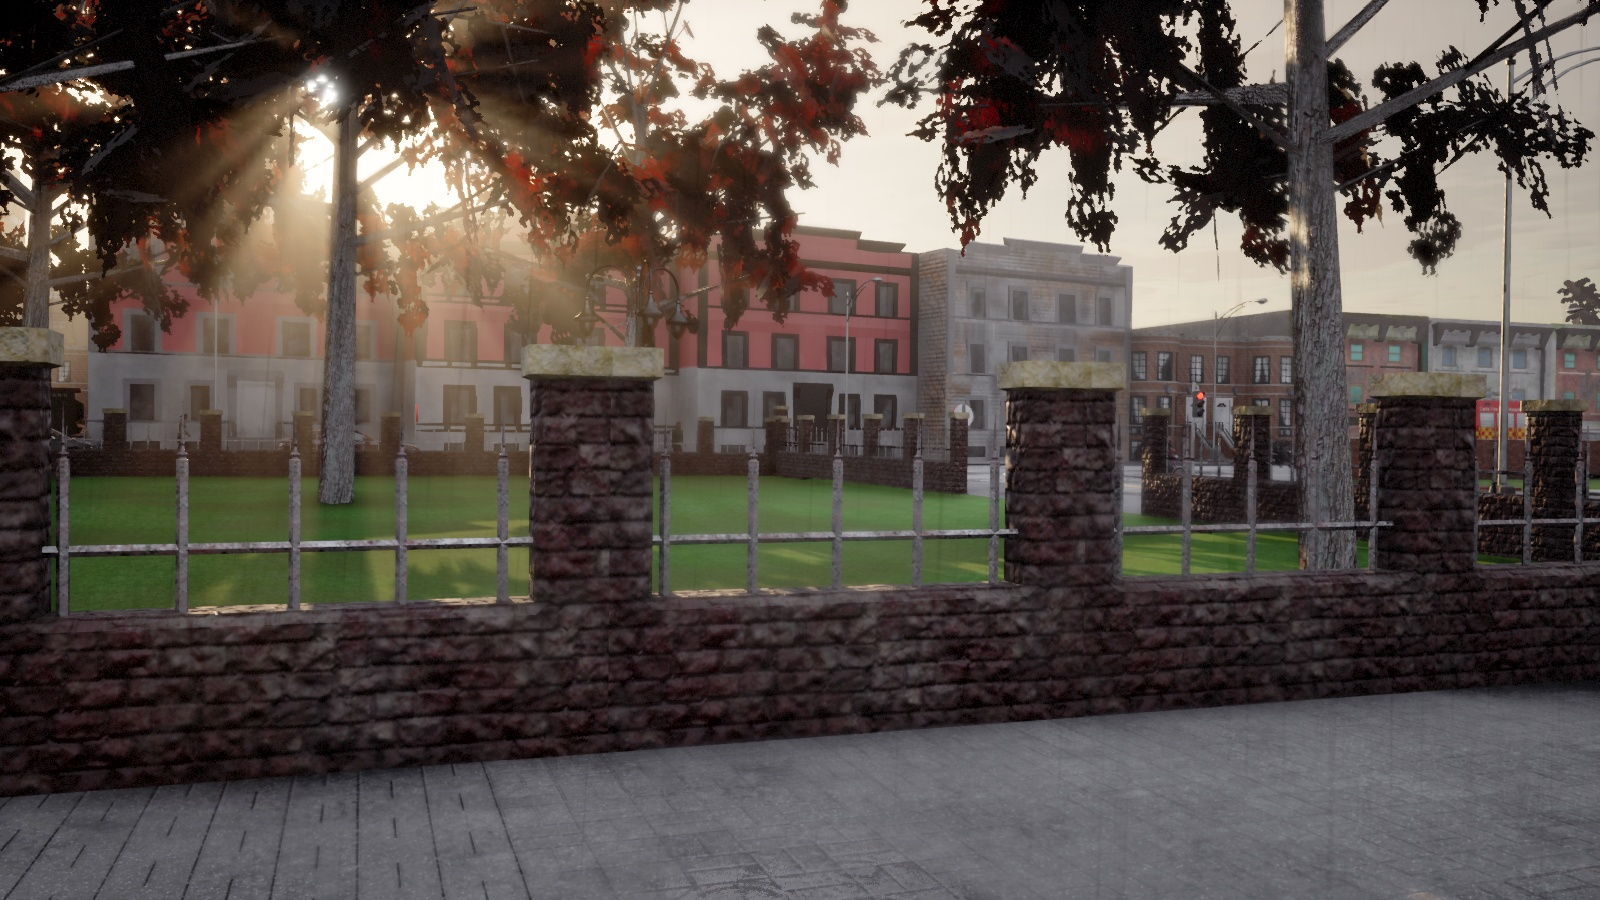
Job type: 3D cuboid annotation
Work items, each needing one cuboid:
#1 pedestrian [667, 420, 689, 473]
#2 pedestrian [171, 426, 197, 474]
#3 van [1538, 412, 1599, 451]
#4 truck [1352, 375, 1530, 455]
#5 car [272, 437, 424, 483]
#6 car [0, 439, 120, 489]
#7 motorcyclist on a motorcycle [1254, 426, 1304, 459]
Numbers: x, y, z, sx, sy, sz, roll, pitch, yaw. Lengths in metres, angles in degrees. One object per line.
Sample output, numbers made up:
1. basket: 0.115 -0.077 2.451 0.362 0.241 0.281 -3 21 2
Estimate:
1. pedestrian: -4.583 -0.132 47.269 0.423 1.949 0.788 -1 1 -40
2. pedestrian: -23.424 -0.016 47.757 0.869 1.805 0.328 -1 1 -27
3. van: 41.292 -0.970 66.074 4.442 1.987 1.775 -1 1 -19
4. truck: 32.092 -1.736 62.869 8.468 3.827 2.891 -1 1 -19
5. car: -15.118 0.301 42.160 4.674 1.442 1.812 -1 1 -19
6. car: -24.059 0.428 39.022 4.892 1.490 1.837 -1 1 -19
7. motorcyclist on a motorcycle: 22.729 -0.382 59.617 2.191 1.530 0.866 -1 1 -19
